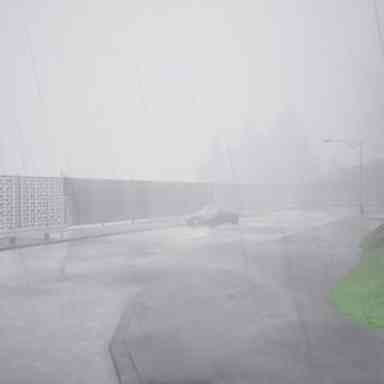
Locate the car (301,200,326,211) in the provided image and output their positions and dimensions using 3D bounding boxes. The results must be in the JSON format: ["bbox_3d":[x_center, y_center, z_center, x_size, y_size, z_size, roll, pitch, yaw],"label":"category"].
[{"bbox_3d":[15.194,1.664,41.575,1.895,1.301,4.718,0,0,37],"label":"car"}]

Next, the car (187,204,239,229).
[{"bbox_3d":[1.585,1.596,22.684,1.812,1.442,4.674,0,0,36],"label":"car"}]
